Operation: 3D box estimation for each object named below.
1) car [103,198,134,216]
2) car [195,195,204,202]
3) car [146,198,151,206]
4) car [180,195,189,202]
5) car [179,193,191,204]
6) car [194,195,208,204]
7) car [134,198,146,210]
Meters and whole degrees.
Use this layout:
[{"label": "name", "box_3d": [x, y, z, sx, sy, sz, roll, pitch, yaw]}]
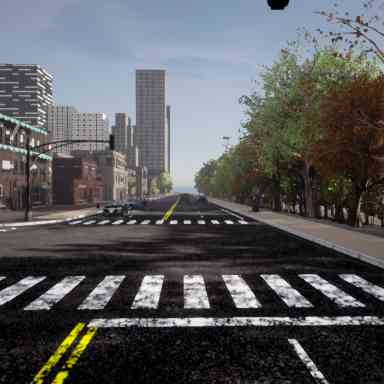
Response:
[{"label": "car", "box_3d": [-7.350, 1.481, 32.609, 2.128, 1.511, 4.902, 0, 0, -1]}, {"label": "car", "box_3d": [1.555, 1.471, 72.970, 1.837, 1.490, 4.892, 0, 0, -1]}, {"label": "car", "box_3d": [-7.840, 1.581, 53.833, 1.895, 1.301, 4.718, 0, 0, -1]}, {"label": "car", "box_3d": [-1.703, 1.447, 74.225, 1.882, 1.535, 5.008, 0, 0, -1]}, {"label": "car", "box_3d": [-1.376, 1.197, 63.643, 2.150, 2.045, 5.566, 0, 0, -1]}, {"label": "car", "box_3d": [1.891, 1.454, 62.864, 1.882, 1.535, 5.008, 0, 0, -1]}, {"label": "car", "box_3d": [-7.604, 1.533, 42.989, 2.033, 1.411, 5.357, 0, 0, -2]}]
